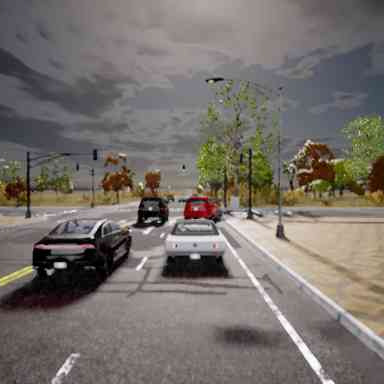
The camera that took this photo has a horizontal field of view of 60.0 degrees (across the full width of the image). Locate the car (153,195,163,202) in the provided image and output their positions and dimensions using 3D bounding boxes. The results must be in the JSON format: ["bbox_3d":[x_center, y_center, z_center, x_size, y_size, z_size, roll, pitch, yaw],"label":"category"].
[{"bbox_3d":[-9.116,1.796,89.376,2.097,1.767,4.553,0,0,1],"label":"car"}]

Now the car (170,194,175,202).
[{"bbox_3d":[-5.862,1.669,89.607,2.150,2.045,5.566,0,0,1],"label":"car"}]

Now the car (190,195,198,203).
[{"bbox_3d":[0.578,1.733,86.061,2.150,2.045,5.566,0,0,1],"label":"car"}]

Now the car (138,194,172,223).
[{"bbox_3d":[-3.147,1.425,27.711,2.150,2.045,5.566,0,-1,0],"label":"car"}]

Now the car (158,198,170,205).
[{"bbox_3d":[-6.135,1.988,73.683,2.033,1.411,5.357,0,0,1],"label":"car"}]

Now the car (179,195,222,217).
[{"bbox_3d":[0.944,1.420,27.552,2.150,2.045,5.566,-1,-1,14],"label":"car"}]

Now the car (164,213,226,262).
[{"bbox_3d":[0.100,1.683,12.373,1.895,1.301,4.718,0,0,0],"label":"car"}]

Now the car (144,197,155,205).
[{"bbox_3d":[-9.384,1.925,73.739,1.882,1.535,5.008,0,0,1],"label":"car"}]

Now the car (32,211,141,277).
[{"bbox_3d":[-3.154,1.562,10.423,2.128,1.511,4.902,0,0,0],"label":"car"}]
